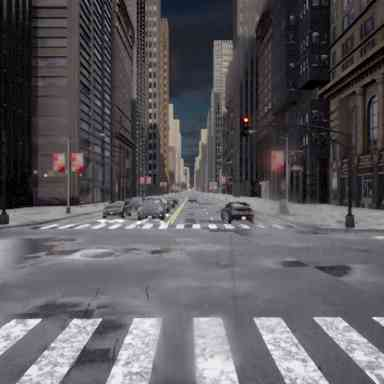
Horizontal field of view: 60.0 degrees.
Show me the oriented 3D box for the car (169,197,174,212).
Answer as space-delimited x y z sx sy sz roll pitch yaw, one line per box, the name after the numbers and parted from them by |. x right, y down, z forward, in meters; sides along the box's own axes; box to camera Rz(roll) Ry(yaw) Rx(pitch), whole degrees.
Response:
-3.346 1.502 36.521 1.812 1.442 4.674 0 0 0 | car

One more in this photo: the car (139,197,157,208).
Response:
-6.581 1.509 50.090 2.033 1.411 5.357 0 0 0 | car

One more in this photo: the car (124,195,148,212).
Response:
-6.591 1.326 39.793 2.097 1.767 4.553 0 0 0 | car

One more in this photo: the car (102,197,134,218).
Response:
-6.596 1.488 29.639 1.837 1.490 4.892 0 0 0 | car

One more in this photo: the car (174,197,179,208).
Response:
-3.332 1.530 46.545 1.994 1.385 4.181 0 0 0 | car

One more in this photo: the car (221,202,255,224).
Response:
3.350 1.495 24.749 1.837 1.490 4.892 -2 0 -3 | car

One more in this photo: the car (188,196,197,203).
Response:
0.110 1.468 69.876 2.033 1.411 5.357 0 0 0 | car

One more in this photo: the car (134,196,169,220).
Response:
-3.286 1.337 27.737 2.097 1.767 4.553 0 0 -2 | car

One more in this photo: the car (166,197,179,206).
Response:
-3.305 1.552 56.562 1.895 1.301 4.718 0 0 0 | car
